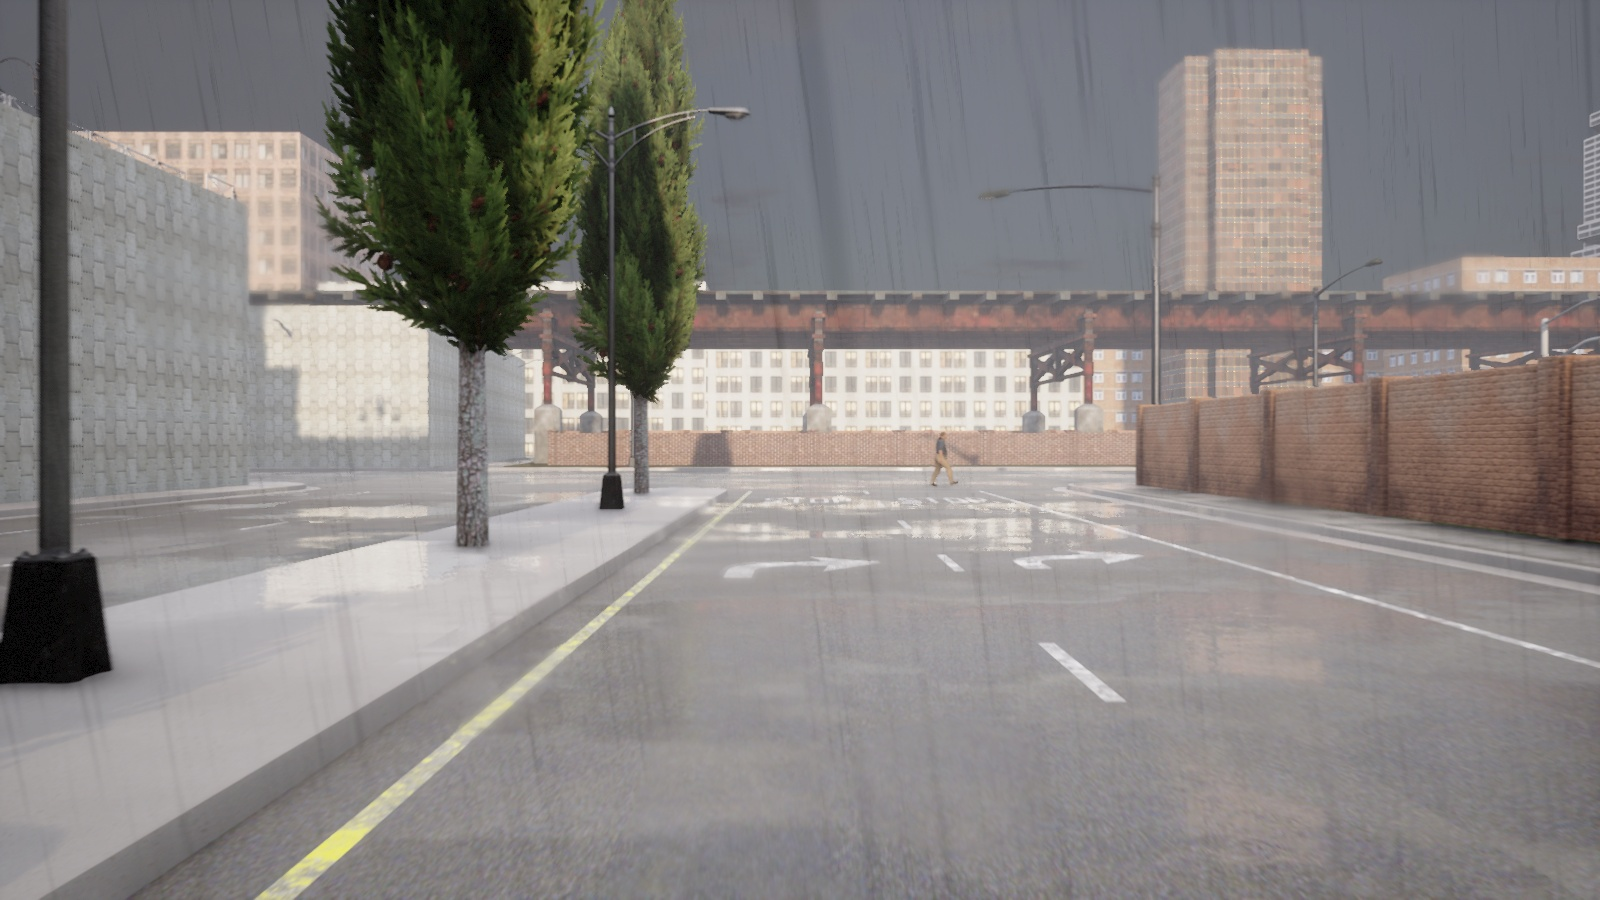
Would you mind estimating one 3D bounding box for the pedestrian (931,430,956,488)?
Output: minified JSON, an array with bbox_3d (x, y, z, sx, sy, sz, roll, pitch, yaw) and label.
[{"bbox_3d":[4.630,0.280,40.545,0.694,1.848,0.540,0,0,-11],"label":"pedestrian"}]
